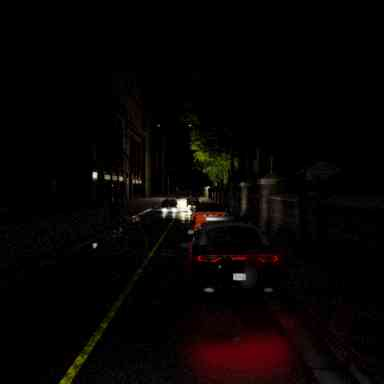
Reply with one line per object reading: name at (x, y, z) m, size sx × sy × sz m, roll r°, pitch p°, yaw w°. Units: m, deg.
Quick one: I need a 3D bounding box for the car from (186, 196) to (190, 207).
car at (0.126, 1.352, 47.818) m, size 2.128 × 1.511 × 4.902 m, roll 0°, pitch 0°, yaw 1°

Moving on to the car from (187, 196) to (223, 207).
car at (0.939, 1.328, 18.821) m, size 2.097 × 1.767 × 4.553 m, roll 0°, pitch 0°, yaw 0°

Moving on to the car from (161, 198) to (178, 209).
car at (-2.906, 1.452, 43.511) m, size 1.994 × 1.385 × 4.181 m, roll 0°, pitch 0°, yaw 0°

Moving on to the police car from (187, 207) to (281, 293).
police car at (0.918, 1.420, 8.962) m, size 1.930 × 1.638 × 5.238 m, roll 0°, pitch 0°, yaw 0°

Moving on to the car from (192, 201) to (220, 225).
car at (0.952, 1.467, 24.852) m, size 1.837 × 1.490 × 4.892 m, roll 0°, pitch 0°, yaw 0°
